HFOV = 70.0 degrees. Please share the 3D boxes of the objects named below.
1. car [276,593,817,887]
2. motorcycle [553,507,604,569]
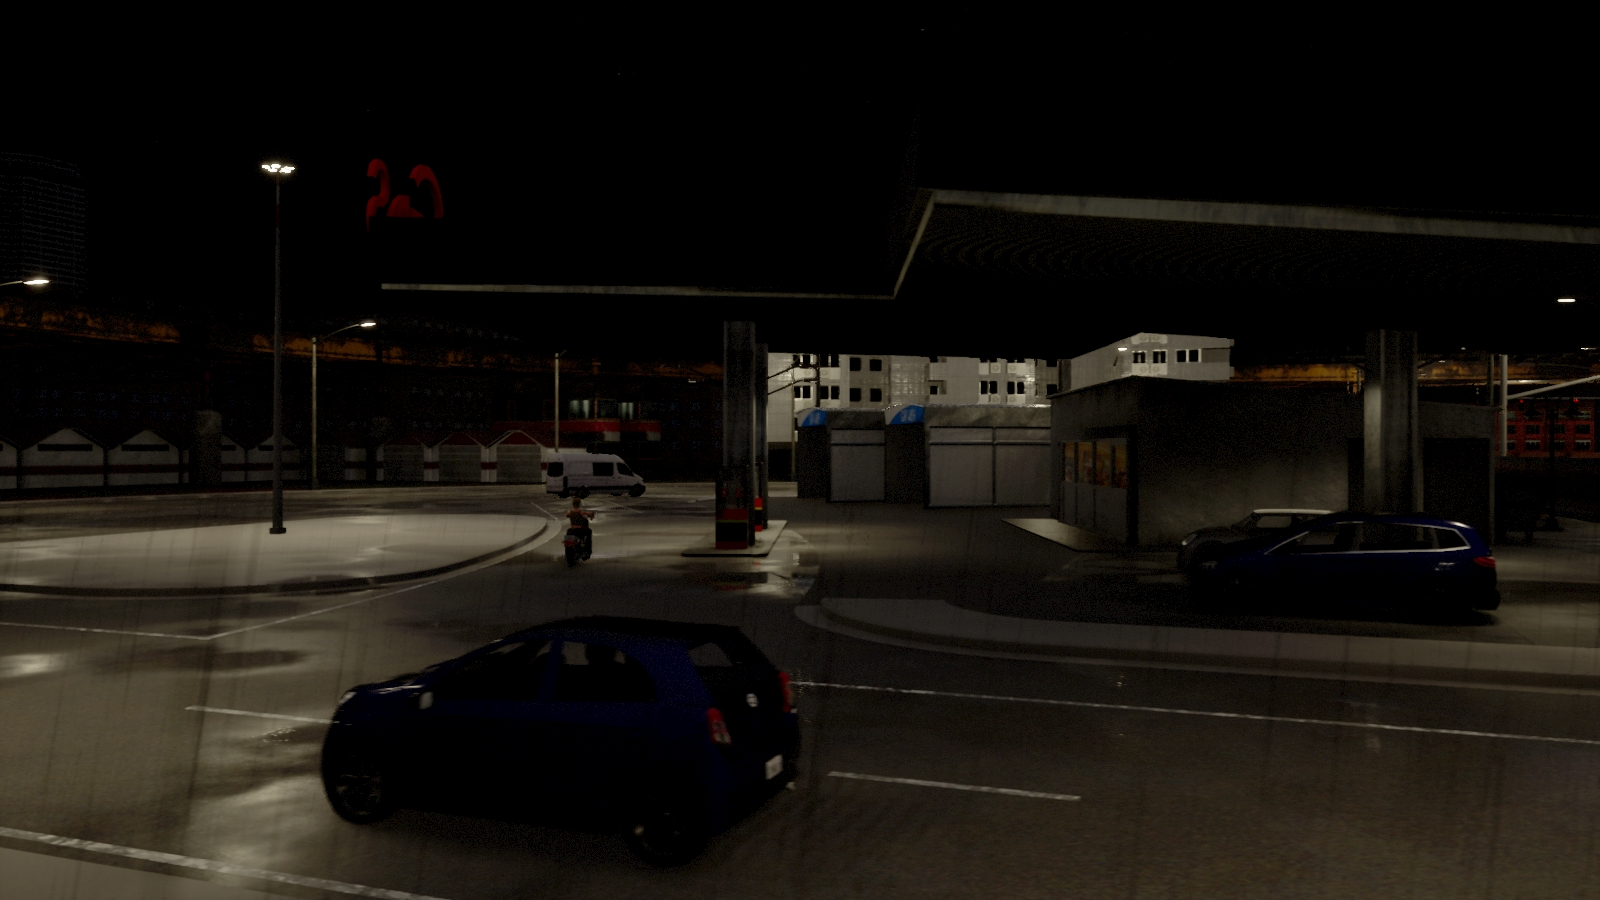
[{"bbox_3d":[-1.885,2.034,8.773,3.633,1.501,1.845,0,0,20],"label":"car"},{"bbox_3d":[-5.421,2.131,28.070,0.764,1.332,2.356,0,0,1],"label":"motorcycle"}]
